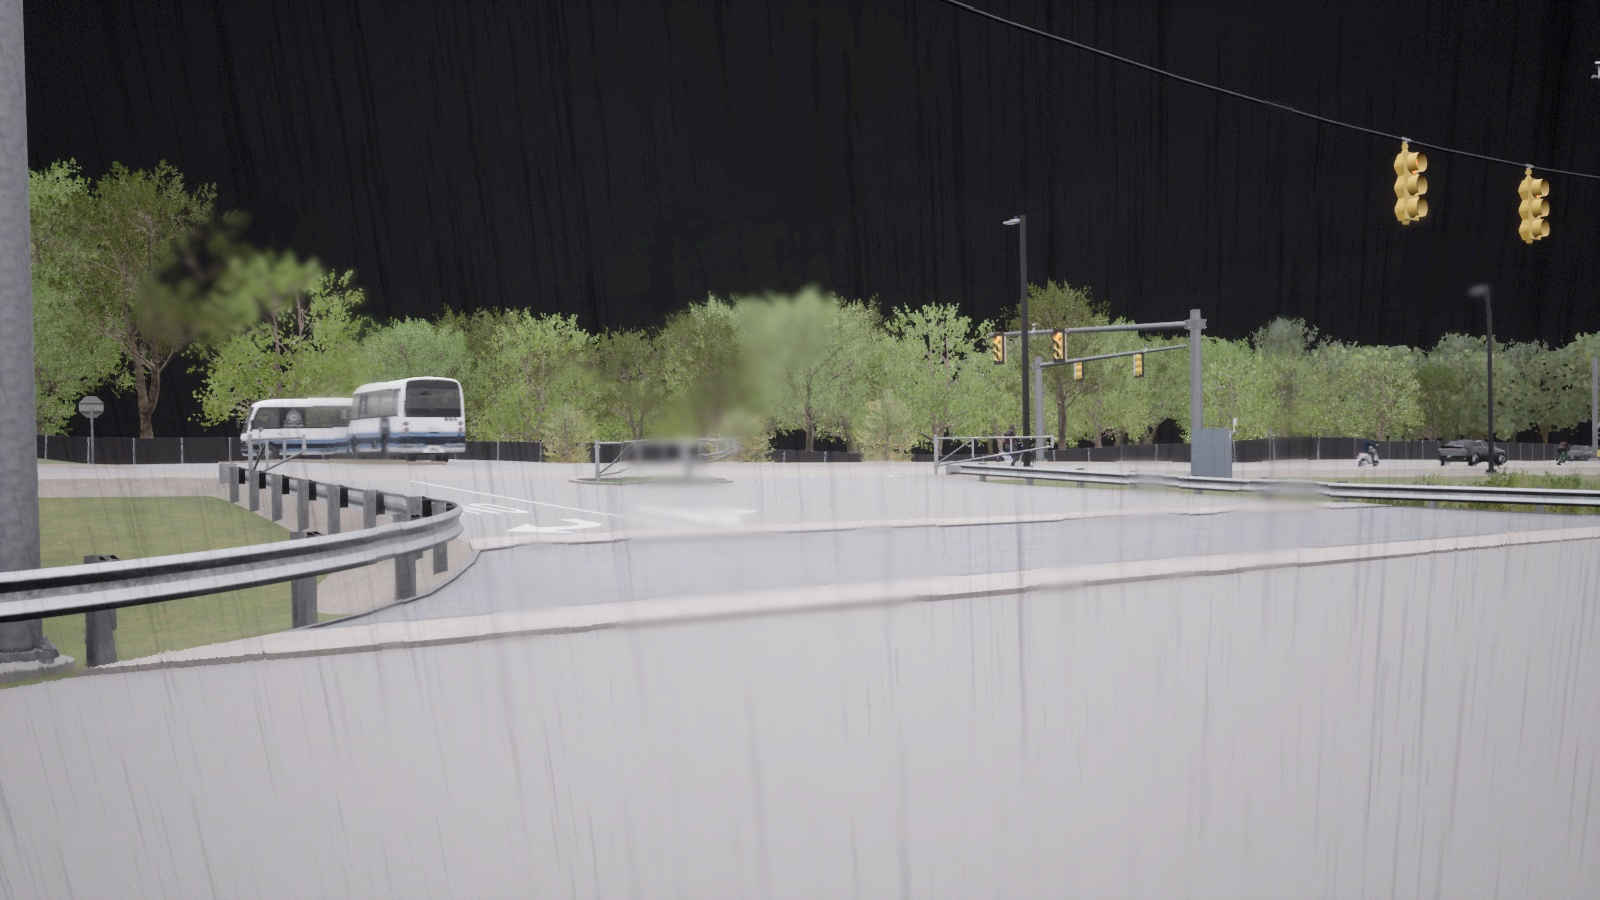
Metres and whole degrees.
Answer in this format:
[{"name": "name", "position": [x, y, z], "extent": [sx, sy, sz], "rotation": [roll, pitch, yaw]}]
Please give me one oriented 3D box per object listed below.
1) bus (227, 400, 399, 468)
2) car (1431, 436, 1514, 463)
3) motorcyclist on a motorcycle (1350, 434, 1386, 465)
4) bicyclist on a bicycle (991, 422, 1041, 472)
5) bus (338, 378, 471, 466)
[{"name": "bus", "position": [-32.452, -1.140, 83.768], "extent": [10.273, 4.253, 3.944], "rotation": [-2, 1, -26]}, {"name": "car", "position": [38.101, -0.027, 71.134], "extent": [4.902, 1.511, 2.128], "rotation": [0, 0, -34]}, {"name": "motorcyclist on a motorcycle", "position": [29.595, -0.022, 65.385], "extent": [1.817, 1.590, 0.866], "rotation": [0, 0, -34]}, {"name": "bicyclist on a bicycle", "position": [8.019, -0.105, 46.578], "extent": [1.843, 1.776, 0.659], "rotation": [-2, 1, -34]}, {"name": "bus", "position": [-20.999, -1.353, 66.143], "extent": [3.944, 4.253, 10.273], "rotation": [-1, 0, -33]}]
